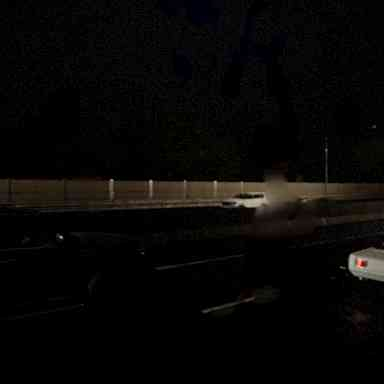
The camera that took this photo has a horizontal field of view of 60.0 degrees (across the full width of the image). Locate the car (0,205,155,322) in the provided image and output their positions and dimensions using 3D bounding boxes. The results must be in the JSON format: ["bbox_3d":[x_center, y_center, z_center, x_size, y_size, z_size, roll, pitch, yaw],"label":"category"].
[{"bbox_3d":[-3.380,1.219,5.634,5.566,2.045,2.150,0,0,-35],"label":"car"}]

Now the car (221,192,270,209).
[{"bbox_3d":[5.467,1.058,33.673,5.566,2.045,2.150,-1,0,-35],"label":"car"}]

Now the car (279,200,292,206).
[{"bbox_3d":[10.444,1.368,32.918,4.181,1.385,1.994,-1,0,-35],"label":"car"}]

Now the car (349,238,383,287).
[{"bbox_3d":[5.837,1.544,7.905,4.718,1.301,1.895,0,0,-35],"label":"car"}]

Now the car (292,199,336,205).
[{"bbox_3d":[11.205,1.345,29.166,4.674,1.442,1.812,-1,0,-35],"label":"car"}]
